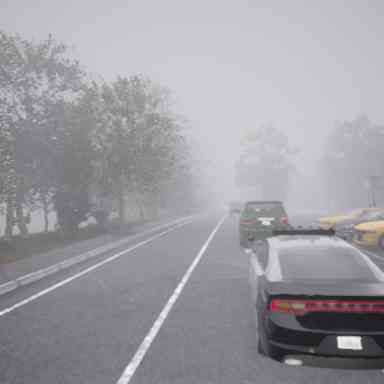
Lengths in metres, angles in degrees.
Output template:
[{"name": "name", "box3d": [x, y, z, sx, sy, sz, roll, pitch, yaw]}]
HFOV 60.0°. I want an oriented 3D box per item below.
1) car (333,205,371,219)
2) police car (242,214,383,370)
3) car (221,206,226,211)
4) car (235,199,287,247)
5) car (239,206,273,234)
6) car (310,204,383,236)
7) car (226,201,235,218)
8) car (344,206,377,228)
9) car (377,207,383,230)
[{"name": "car", "box3d": [9.474, 1.484, 15.891, 4.892, 1.521, 2.231, -1, -1, 7]}, {"name": "police car", "box3d": [2.039, 1.455, 6.179, 1.930, 1.638, 5.238, -1, -1, 7]}, {"name": "car", "box3d": [8.859, 4.515, 89.704, 1.812, 1.442, 4.674, -1, -2, 8]}, {"name": "car", "box3d": [3.323, 1.385, 16.038, 2.150, 2.045, 5.566, -1, -1, 7]}, {"name": "car", "box3d": [4.104, 1.754, 21.955, 1.882, 1.535, 5.008, -1, -1, 7]}, {"name": "car", "box3d": [9.645, 1.532, 18.661, 5.366, 1.575, 1.946, -1, -1, 7]}, {"name": "car", "box3d": [5.741, 2.114, 41.823, 2.150, 2.045, 5.566, -1, -2, 8]}, {"name": "car", "box3d": [9.114, 1.443, 13.143, 5.008, 1.535, 2.097, -1, -1, 7]}, {"name": "car", "box3d": [8.774, 1.285, 10.388, 4.553, 1.767, 2.185, -1, -1, 7]}]
